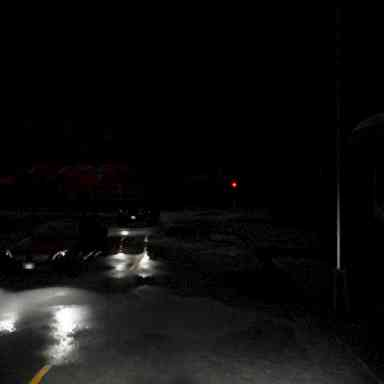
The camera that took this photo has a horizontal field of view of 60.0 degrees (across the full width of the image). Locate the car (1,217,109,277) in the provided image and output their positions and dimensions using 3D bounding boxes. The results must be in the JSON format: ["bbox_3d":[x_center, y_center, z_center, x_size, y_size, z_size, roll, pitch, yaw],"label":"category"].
[{"bbox_3d":[-3.932,1.543,10.426,1.812,1.442,4.674,0,0,1],"label":"car"}]

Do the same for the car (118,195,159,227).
[{"bbox_3d":[-3.624,1.263,23.566,2.150,2.045,5.566,0,0,1],"label":"car"}]
